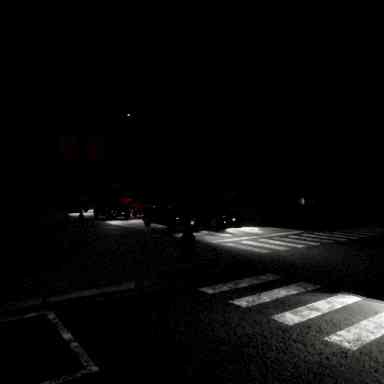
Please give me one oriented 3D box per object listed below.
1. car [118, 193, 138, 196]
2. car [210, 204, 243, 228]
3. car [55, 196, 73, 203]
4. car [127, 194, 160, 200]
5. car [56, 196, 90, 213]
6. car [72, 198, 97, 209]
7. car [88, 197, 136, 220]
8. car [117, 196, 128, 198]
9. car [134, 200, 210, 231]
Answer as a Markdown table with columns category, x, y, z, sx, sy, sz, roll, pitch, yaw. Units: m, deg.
| category | x | y | z | sx | sy | sz | roll | pitch | yaw |
| --- | --- | --- | --- | --- | --- | --- | --- | --- | --- |
| car | -8.205 | 1.159 | 41.646 | 2.150 | 2.045 | 5.566 | 0 | 0 | -36 |
| car | 1.439 | 1.537 | 22.291 | 1.994 | 1.385 | 4.181 | 0 | 0 | -36 |
| car | -25.030 | 1.439 | 65.087 | 2.033 | 1.411 | 5.357 | 0 | 0 | -36 |
| car | -3.545 | 1.313 | 29.238 | 2.097 | 1.767 | 4.553 | 0 | 0 | -36 |
| car | -13.120 | 1.494 | 37.003 | 2.033 | 1.411 | 5.357 | 0 | 0 | -36 |
| car | -14.428 | 1.533 | 44.469 | 1.895 | 1.301 | 4.718 | 0 | 0 | -35 |
| car | -6.903 | 1.468 | 28.344 | 1.837 | 1.490 | 4.892 | 0 | 0 | -36 |
| car | -8.671 | 1.473 | 36.396 | 1.812 | 1.442 | 4.674 | 0 | 0 | -36 |
| car | -1.415 | 1.469 | 20.695 | 2.128 | 1.511 | 4.902 | 0 | 0 | -36 |
